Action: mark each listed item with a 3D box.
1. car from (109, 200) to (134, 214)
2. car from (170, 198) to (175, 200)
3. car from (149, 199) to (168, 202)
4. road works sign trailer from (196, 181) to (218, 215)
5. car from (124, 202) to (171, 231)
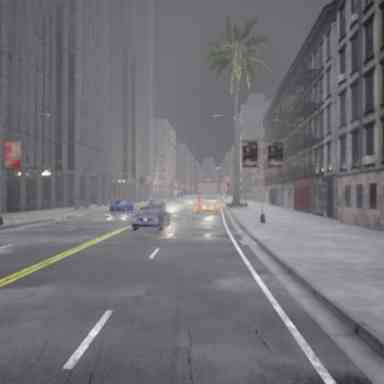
[{"bbox_3d":[-8.034,1.616,38.198,1.882,1.535,5.008,0,0,5],"label":"car"},{"bbox_3d":[-4.774,1.783,79.412,1.994,1.385,4.181,0,0,4],"label":"car"},{"bbox_3d":[-4.491,1.631,41.802,1.882,1.535,5.008,0,0,5],"label":"car"},{"bbox_3d":[1.665,0.601,35.996,2.380,3.560,2.880,0,0,4],"label":"road works sign trailer"},{"bbox_3d":[-2.507,1.631,21.392,2.033,1.411,5.357,0,0,3],"label":"car"}]
